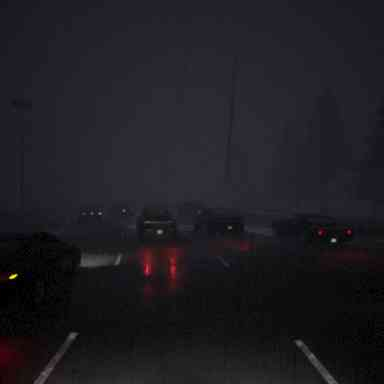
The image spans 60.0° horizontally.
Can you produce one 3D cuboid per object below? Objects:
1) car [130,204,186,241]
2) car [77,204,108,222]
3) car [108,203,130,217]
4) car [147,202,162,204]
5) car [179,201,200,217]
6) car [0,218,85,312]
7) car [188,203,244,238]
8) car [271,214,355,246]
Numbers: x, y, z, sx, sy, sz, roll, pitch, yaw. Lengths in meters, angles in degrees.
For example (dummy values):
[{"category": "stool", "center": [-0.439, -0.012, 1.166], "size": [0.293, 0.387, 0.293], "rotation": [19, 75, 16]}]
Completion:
[{"category": "car", "center": [-1.962, 1.618, 17.486], "size": [2.128, 1.511, 4.902], "rotation": [0, 0, -12]}, {"category": "car", "center": [-8.746, 1.753, 28.436], "size": [2.033, 1.411, 5.357], "rotation": [0, 0, -21]}, {"category": "car", "center": [-7.425, 1.810, 34.117], "size": [1.994, 1.385, 4.181], "rotation": [0, 0, -24]}, {"category": "car", "center": [-4.036, 1.779, 35.138], "size": [1.812, 1.442, 4.674], "rotation": [0, 0, -24]}, {"category": "car", "center": [-0.121, 1.756, 34.860], "size": [1.837, 1.490, 4.892], "rotation": [1, -1, -22]}, {"category": "car", "center": [-3.973, 1.582, 7.656], "size": [1.812, 1.442, 4.674], "rotation": [0, 0, -5]}, {"category": "car", "center": [1.337, 1.613, 18.696], "size": [1.882, 1.535, 5.008], "rotation": [0, -1, -12]}, {"category": "car", "center": [5.489, 1.716, 15.909], "size": [1.895, 1.301, 4.718], "rotation": [0, 0, -9]}]
